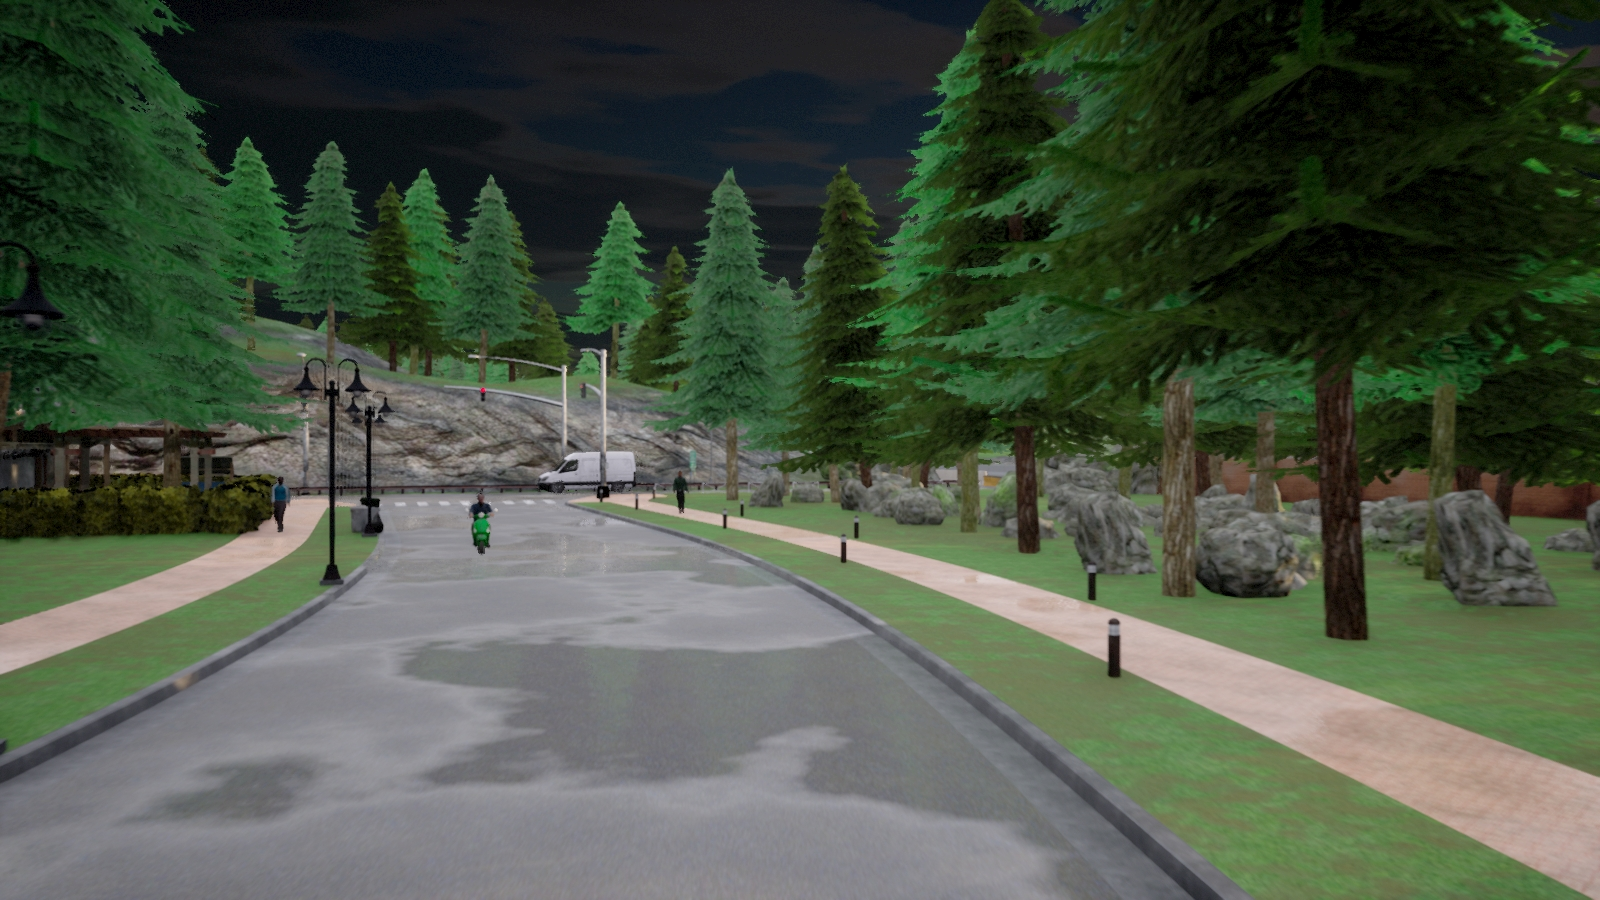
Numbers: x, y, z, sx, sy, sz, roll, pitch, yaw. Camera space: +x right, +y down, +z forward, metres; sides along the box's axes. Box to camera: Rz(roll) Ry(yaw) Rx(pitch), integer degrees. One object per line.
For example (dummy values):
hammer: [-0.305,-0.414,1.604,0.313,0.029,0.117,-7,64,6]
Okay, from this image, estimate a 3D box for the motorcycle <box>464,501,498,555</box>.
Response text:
motorcycle: [-8.662,2.102,30.980,0.856,1.334,1.805,0,0,-17]

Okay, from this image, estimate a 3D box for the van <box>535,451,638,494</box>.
van: [-13.065,1.344,70.016,5.915,2.561,1.988,0,0,-21]

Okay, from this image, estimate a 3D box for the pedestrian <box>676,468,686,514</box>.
pedestrian: [-4.863,1.670,46.813,0.375,1.860,0.375,0,0,-12]

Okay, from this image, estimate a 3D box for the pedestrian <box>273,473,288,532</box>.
pedestrian: [-16.578,1.668,36.456,0.375,1.860,0.375,0,0,-16]
